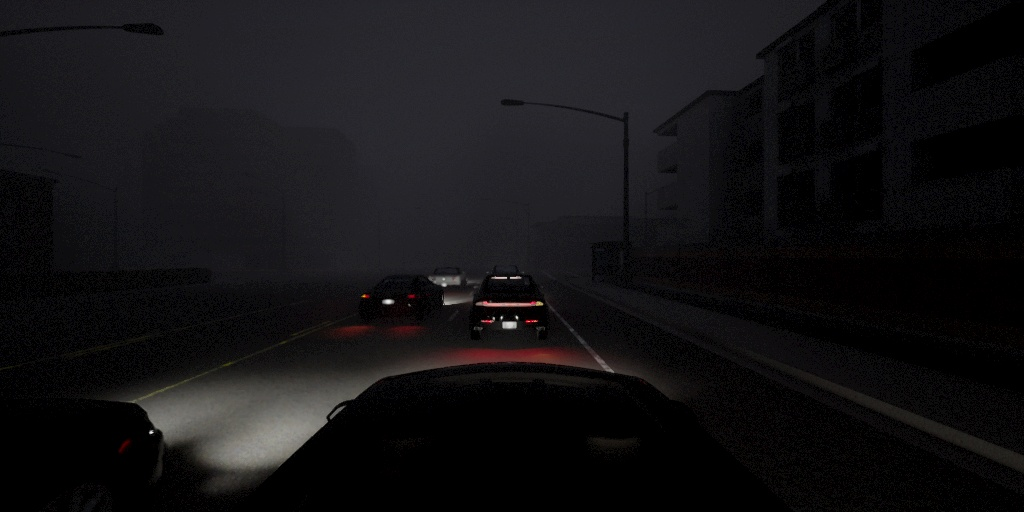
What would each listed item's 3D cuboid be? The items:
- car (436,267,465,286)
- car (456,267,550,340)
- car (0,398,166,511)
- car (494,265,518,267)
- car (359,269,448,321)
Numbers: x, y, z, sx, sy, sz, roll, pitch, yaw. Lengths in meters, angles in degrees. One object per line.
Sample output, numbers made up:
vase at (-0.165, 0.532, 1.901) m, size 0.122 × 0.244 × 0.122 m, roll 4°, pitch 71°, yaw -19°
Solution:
car at (-3.984, 1.350, 22.725) m, size 1.895 × 1.301 × 4.718 m, roll 0°, pitch 0°, yaw -2°
car at (-0.091, 1.241, 9.971) m, size 2.128 × 1.511 × 4.902 m, roll 0°, pitch 0°, yaw -1°
car at (-3.527, 1.254, 0.633) m, size 1.837 × 1.490 × 4.892 m, roll 0°, pitch 0°, yaw 1°
car at (-0.350, 1.241, 19.320) m, size 2.128 × 1.511 × 4.902 m, roll 0°, pitch 0°, yaw -2°
car at (-3.655, 1.314, 12.496) m, size 1.994 × 1.385 × 4.181 m, roll 0°, pitch 0°, yaw -1°
